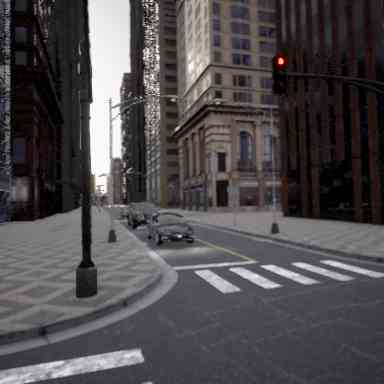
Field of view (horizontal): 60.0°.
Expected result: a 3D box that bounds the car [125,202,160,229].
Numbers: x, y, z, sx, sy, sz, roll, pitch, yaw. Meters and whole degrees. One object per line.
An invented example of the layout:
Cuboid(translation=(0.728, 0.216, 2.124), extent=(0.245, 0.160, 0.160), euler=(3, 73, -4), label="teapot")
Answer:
Cuboid(translation=(-4.033, 1.891, 27.635), extent=(2.150, 2.045, 5.566), euler=(-1, -1, -16), label="car")

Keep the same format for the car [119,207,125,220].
Cuboid(translation=(-7.839, 2.532, 40.730), extent=(1.837, 1.490, 4.892), euler=(-1, -1, -16), label="car")

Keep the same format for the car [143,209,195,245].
Cuboid(translation=(-1.263, 1.925, 18.179), extent=(1.837, 1.490, 4.892), euler=(-1, -1, -16), label="car")

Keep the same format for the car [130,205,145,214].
Cuboid(translation=(-9.325, 2.978, 56.782), extent=(1.994, 1.385, 4.181), euler=(-1, -1, -16), label="car")

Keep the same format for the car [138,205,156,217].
Cuboid(translation=(-6.491, 2.653, 47.262), extent=(1.837, 1.490, 4.892), euler=(-1, -1, -16), label="car")
